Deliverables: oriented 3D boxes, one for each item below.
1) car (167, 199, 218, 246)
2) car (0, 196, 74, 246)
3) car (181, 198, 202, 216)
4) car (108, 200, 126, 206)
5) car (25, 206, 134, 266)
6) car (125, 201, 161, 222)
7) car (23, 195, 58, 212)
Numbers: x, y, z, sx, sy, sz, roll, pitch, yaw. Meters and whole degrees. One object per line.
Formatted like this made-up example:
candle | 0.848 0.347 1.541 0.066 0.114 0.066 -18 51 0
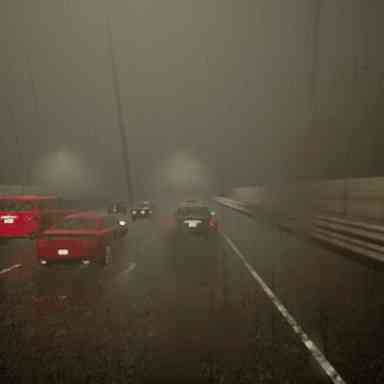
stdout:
car | 0.018 1.331 15.312 2.097 1.767 4.553 0 0 0
car | -6.979 1.201 15.400 2.150 2.045 5.566 0 0 0
car | -0.067 1.442 33.228 1.882 1.535 5.008 0 0 0
car | -7.064 1.490 32.644 1.812 1.442 4.674 0 0 0
car | -3.472 1.462 11.431 1.882 1.535 5.008 0 0 0
car | -3.544 1.517 26.348 2.033 1.411 5.357 0 0 0
car | -17.782 1.313 39.259 2.097 1.767 4.553 0 0 0
